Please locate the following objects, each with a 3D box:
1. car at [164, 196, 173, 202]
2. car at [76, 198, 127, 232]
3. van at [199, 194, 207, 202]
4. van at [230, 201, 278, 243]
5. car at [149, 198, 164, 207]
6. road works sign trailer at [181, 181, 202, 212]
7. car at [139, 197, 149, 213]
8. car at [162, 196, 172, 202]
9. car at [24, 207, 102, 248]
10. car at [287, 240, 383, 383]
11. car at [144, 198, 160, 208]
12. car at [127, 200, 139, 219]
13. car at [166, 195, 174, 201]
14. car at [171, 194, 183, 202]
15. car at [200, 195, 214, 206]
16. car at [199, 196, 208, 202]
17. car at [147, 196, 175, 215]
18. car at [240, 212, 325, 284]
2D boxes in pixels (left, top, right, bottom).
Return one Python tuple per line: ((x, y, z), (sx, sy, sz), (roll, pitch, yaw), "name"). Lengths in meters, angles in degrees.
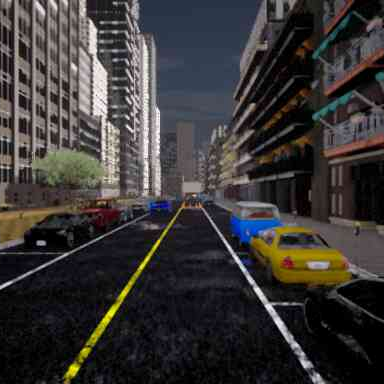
((-5.705, 1.613, 81.024), (2.008, 1.369, 4.403), (0, 0, 0), "car")
((-5.696, 1.317, 20.272), (2.192, 1.841, 5.009), (0, 0, 0), "car")
((2.675, 1.404, 81.024), (1.690, 1.788, 3.998), (0, 0, 0), "van")
((2.686, 1.341, 14.751), (1.690, 1.788, 3.998), (0, 0, 0), "van")
((-5.701, 1.590, 53.410), (1.947, 1.339, 4.313), (0, 0, 0), "car")
((-0.005, 0.477, 38.741), (2.380, 3.560, 2.880), (0, 0, 0), "road works sign trailer")
((-5.698, 1.562, 36.841), (2.008, 1.369, 4.403), (0, 0, 0), "car")
((-5.704, 1.604, 75.500), (2.008, 1.369, 4.403), (0, 0, 0), "car")
((-5.695, 1.566, 14.750), (1.947, 1.339, 4.313), (0, 0, 0), "car")
((2.688, 1.565, 3.705), (1.947, 1.339, 4.313), (0, 0, 0), "car")
((-5.700, 1.563, 47.887), (1.887, 1.381, 4.507), (0, 0, 0), "car")
((-5.696, 1.555, 25.796), (2.008, 1.369, 4.403), (0, 0, 0), "car")
((-5.706, 1.512, 86.547), (1.967, 1.590, 4.097), (0, 0, 0), "car")
((-3.011, 1.338, 74.886), (2.097, 1.767, 4.553), (0, 0, 0), "car")
((2.680, 1.575, 53.411), (2.008, 1.369, 4.403), (0, 0, 0), "car")
((2.677, 1.599, 75.501), (1.887, 1.381, 4.507), (0, 0, 0), "car")
((-3.098, 1.487, 33.859), (1.882, 1.535, 5.008), (0, 0, 0), "car")
((2.687, 1.525, 9.398), (1.752, 1.417, 4.829), (0, 0, 0), "car")
